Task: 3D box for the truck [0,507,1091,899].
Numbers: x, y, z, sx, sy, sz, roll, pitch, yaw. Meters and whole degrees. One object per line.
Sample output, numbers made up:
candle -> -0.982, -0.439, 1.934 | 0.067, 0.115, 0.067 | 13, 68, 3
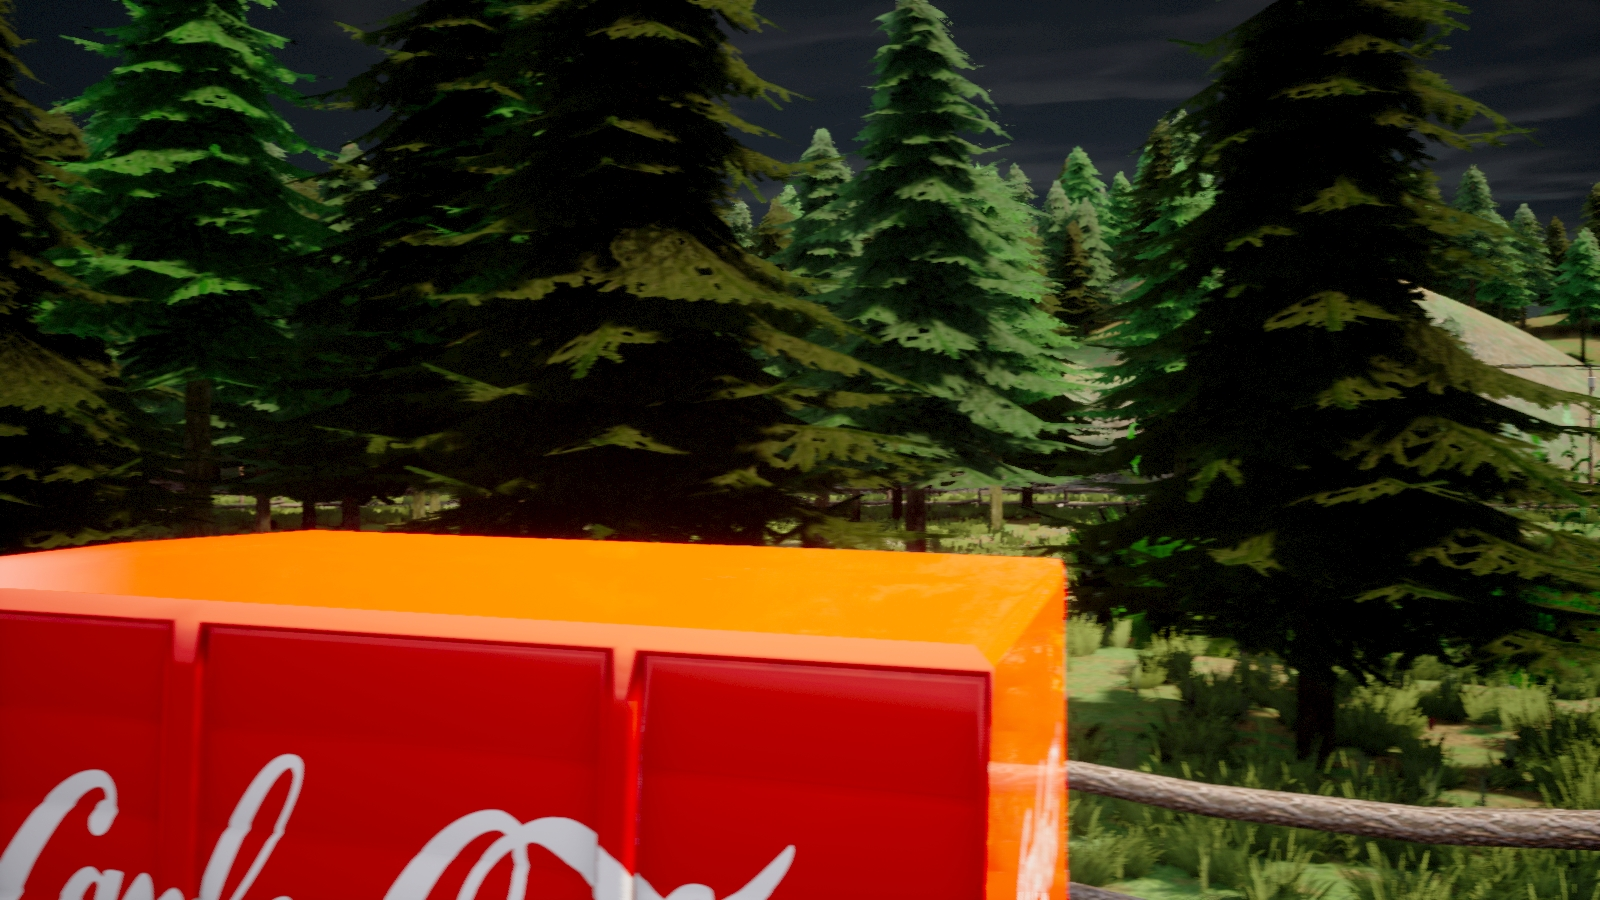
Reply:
truck -> -1.773, 1.532, 3.898 | 5.204, 2.467, 2.627 | 0, 0, 18
